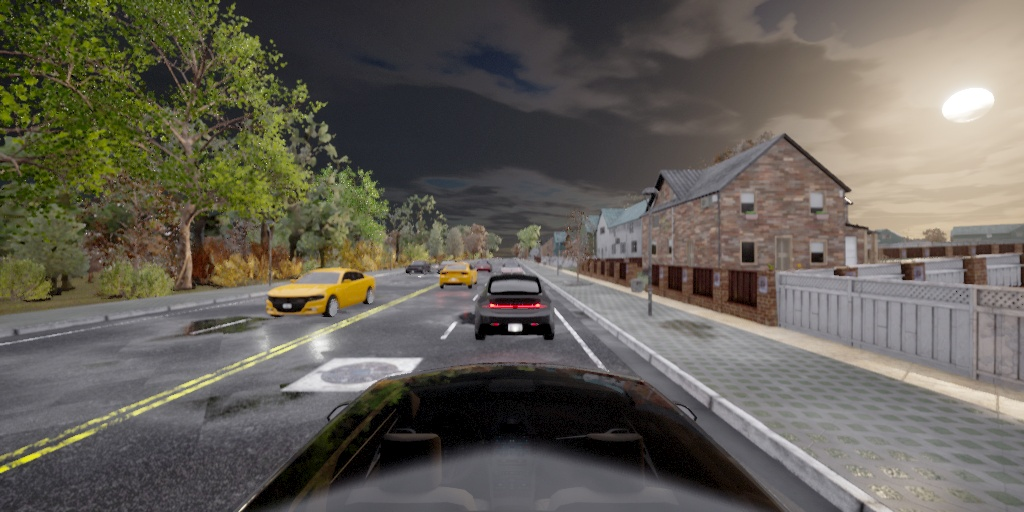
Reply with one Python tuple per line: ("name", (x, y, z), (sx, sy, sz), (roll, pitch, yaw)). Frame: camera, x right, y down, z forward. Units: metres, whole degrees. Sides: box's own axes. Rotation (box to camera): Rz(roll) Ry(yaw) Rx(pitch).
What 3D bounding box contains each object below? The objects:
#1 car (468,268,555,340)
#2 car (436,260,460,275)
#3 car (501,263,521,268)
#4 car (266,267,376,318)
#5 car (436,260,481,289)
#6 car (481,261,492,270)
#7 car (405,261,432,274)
("car", (0.052, 1.236, 9.868), (1.837, 1.490, 4.892), (0, 0, 0))
("car", (-6.817, 1.197, 38.576), (1.812, 1.442, 4.674), (0, 0, 0))
("car", (-0.085, 1.283, 33.243), (1.895, 1.301, 4.718), (0, 0, -2))
("car", (-6.648, 1.202, 13.064), (1.882, 1.535, 5.008), (0, 0, 0))
("car", (-3.308, 1.181, 22.827), (1.882, 1.535, 5.008), (0, 0, 0))
("car", (-3.407, 1.228, 42.646), (1.994, 1.385, 4.181), (0, 0, 0))
("car", (-10.064, 1.217, 39.047), (2.033, 1.411, 5.357), (0, 0, 0))
